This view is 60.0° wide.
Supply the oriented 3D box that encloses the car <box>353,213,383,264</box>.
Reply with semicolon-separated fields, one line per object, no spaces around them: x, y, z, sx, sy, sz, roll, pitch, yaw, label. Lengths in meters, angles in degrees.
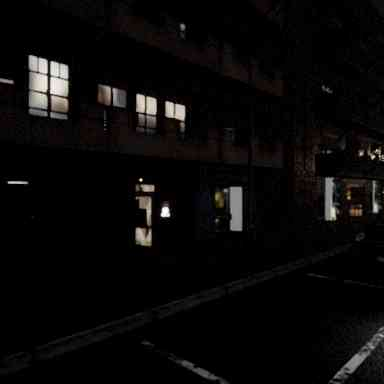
6.772;1.367;10.794;1.967;1.590;4.097;0;1;44;car
